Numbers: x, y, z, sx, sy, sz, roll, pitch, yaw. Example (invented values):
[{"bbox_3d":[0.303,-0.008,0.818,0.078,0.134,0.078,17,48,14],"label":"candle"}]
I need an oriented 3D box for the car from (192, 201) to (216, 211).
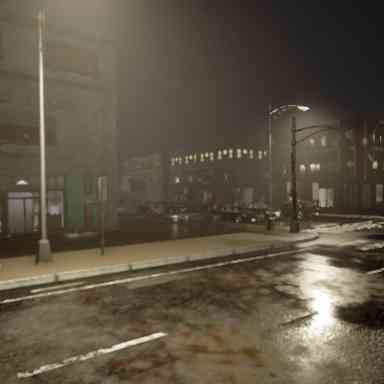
[{"bbox_3d":[2.162,1.758,42.674,1.802,1.307,4.206,-2,0,-35],"label":"car"}]

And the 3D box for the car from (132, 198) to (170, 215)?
[{"bbox_3d":[-4.666,1.747,37.810,1.967,1.590,4.097,-2,0,-35],"label":"car"}]

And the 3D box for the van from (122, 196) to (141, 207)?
[{"bbox_3d":[-10.687,1.761,60.708,1.690,1.788,3.998,-2,0,-35],"label":"van"}]

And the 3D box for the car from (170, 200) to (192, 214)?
[{"bbox_3d":[-2.455,1.764,39.194,1.837,1.490,4.892,-1,2,-35],"label":"car"}]

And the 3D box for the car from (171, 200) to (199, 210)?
[{"bbox_3d":[-1.047,1.821,47.182,1.802,1.307,4.206,-2,0,-35],"label":"car"}]

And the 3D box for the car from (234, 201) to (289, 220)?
[{"bbox_3d":[5.347,1.602,28.217,2.128,1.511,4.902,-1,0,-37],"label":"car"}]

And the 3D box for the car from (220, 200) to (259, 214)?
[{"bbox_3d":[5.372,1.664,38.164,2.008,1.369,4.403,-2,0,-35],"label":"car"}]

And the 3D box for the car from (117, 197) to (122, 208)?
[{"bbox_3d":[-13.946,2.012,55.496,1.812,1.442,4.674,-1,0,-35],"label":"car"}]

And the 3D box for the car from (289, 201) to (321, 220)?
[{"bbox_3d":[8.755,1.551,28.912,1.837,1.490,4.892,-1,0,-35],"label":"car"}]

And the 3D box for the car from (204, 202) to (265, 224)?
[{"bbox_3d":[3.288,1.716,26.437,1.947,1.339,4.313,-2,0,-35],"label":"car"}]
